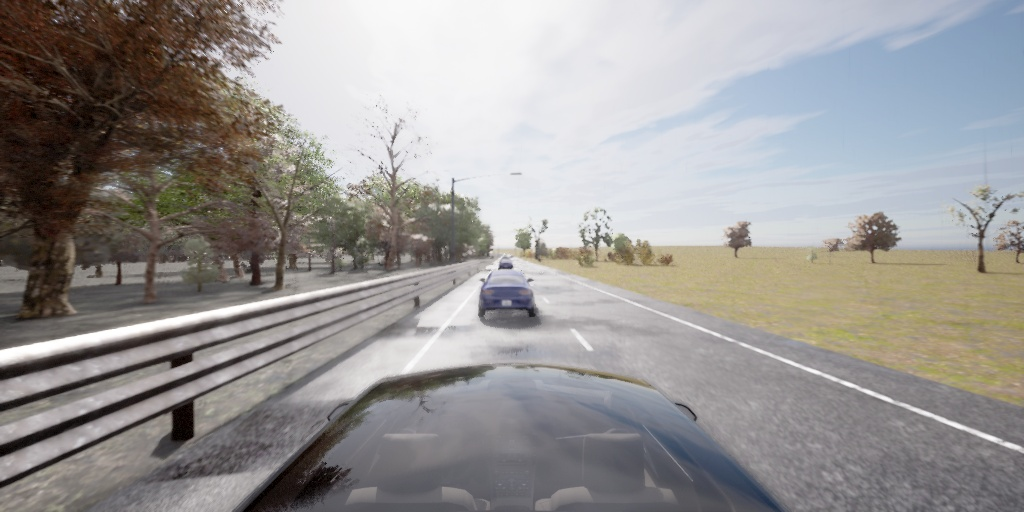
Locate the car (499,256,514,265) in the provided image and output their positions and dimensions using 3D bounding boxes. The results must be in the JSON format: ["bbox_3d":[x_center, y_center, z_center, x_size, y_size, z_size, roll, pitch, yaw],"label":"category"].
[{"bbox_3d":[-0.765,1.128,46.329,1.812,1.442,4.674,0,0,-1],"label":"car"}]

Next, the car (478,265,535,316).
[{"bbox_3d":[-0.193,1.239,13.025,1.812,1.442,4.674,0,0,-1],"label":"car"}]
